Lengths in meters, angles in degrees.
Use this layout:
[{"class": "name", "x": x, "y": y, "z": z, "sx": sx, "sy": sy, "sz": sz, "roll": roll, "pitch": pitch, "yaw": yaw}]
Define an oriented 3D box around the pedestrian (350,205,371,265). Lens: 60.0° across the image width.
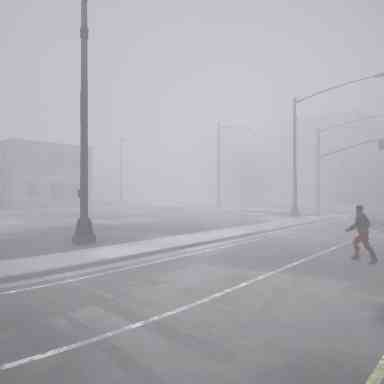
[{"class": "pedestrian", "x": 5.284, "y": 1.294, "z": 10.409, "sx": 0.375, "sy": 1.860, "sz": 0.375, "roll": 0, "pitch": 0, "yaw": 40}]
